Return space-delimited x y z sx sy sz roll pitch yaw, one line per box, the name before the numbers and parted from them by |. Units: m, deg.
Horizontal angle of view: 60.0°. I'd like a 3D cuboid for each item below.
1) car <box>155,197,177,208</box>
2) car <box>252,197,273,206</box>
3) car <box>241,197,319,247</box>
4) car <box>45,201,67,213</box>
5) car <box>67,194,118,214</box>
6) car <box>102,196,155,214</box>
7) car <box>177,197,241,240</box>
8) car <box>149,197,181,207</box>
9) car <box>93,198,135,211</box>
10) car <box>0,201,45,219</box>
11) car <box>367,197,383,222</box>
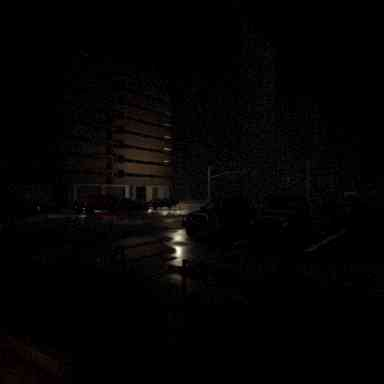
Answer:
car | -4.497 1.547 44.933 2.033 1.411 5.357 0 0 34
car | 12.090 1.526 56.754 1.812 1.442 4.674 0 0 34
car | 3.909 1.156 14.336 1.905 1.878 3.866 0 0 34
car | -15.327 1.601 35.098 1.895 1.301 4.718 0 0 34
car | -10.305 1.221 36.295 2.150 2.045 5.566 0 0 34
car | -6.618 1.491 35.163 2.128 1.511 4.902 0 0 34
car | 1.542 1.153 16.003 1.932 1.855 4.605 0 0 34
car | -4.121 1.547 51.719 2.033 1.411 5.357 0 0 35
car | -9.952 1.547 43.102 2.033 1.411 5.357 0 0 34
car | -15.411 1.564 28.694 1.994 1.385 4.181 0 0 34
car | 15.935 1.395 27.290 1.970 1.475 3.806 0 0 34
